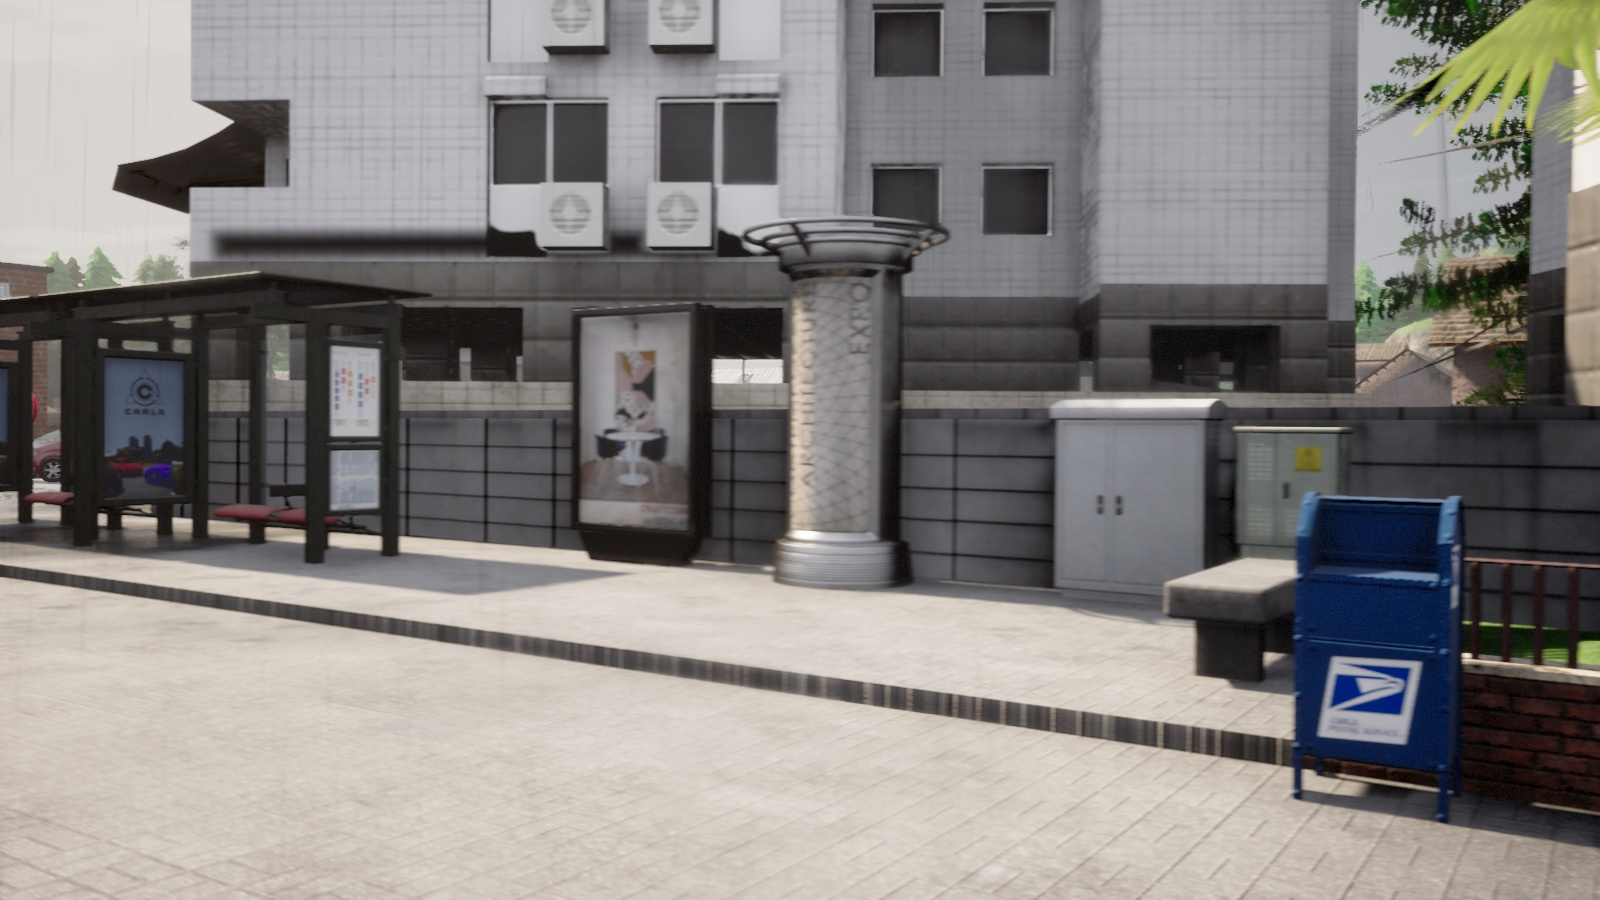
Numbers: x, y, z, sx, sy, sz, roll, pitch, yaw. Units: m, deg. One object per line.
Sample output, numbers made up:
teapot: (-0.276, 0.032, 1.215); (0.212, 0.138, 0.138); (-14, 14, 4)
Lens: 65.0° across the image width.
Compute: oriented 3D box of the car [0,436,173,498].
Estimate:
car: (-19.352, 0.419, 34.152); (1.789, 1.549, 3.705); (0, 1, 34)
